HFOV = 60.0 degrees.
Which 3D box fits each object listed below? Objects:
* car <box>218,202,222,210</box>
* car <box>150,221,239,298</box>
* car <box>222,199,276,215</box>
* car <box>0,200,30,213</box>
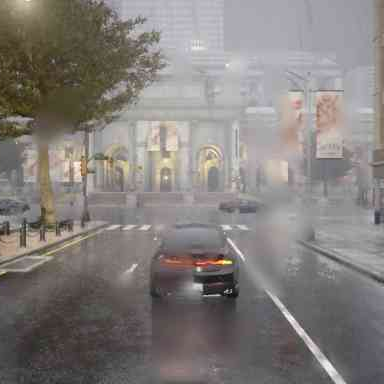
[{"bbox_3d":[5.399,1.478,36.303,5.008,1.535,1.882,0,0,0],"label":"car"},{"bbox_3d":[0.061,1.505,8.519,1.837,1.490,4.892,0,0,0],"label":"car"},{"bbox_3d":[5.768,1.505,32.804,4.892,1.490,1.837,0,0,0],"label":"car"},{"bbox_3d":[-20.086,1.564,36.409,4.181,1.385,1.994,0,0,0],"label":"car"}]
